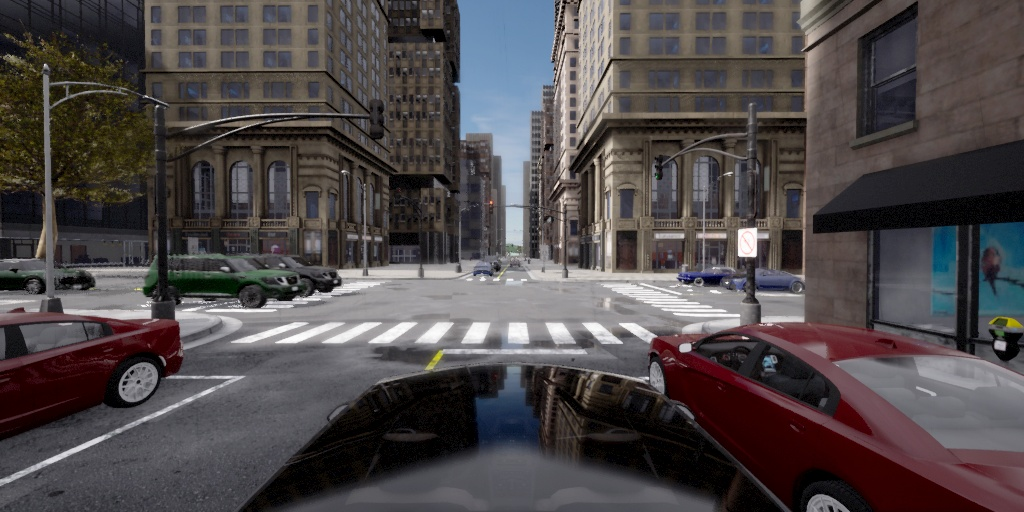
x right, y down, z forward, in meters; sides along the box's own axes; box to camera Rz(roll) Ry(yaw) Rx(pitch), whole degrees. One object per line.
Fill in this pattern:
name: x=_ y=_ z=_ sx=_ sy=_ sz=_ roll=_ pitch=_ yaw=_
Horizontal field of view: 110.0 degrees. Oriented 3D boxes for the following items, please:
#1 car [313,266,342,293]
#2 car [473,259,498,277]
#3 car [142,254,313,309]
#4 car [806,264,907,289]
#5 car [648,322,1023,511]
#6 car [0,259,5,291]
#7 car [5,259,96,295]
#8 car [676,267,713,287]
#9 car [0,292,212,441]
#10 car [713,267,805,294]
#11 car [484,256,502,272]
car: x=-11.540 y=0.909 z=17.850 sx=5.566 sy=2.045 sz=2.150 roll=0 pitch=1 yaw=1
car: x=-2.809 y=1.289 z=36.220 sx=2.033 sy=1.411 sz=5.357 roll=0 pitch=0 yaw=0
car: x=-11.591 y=0.956 z=14.600 sx=5.566 sy=2.045 sz=2.150 roll=0 pitch=1 yaw=1
car: x=23.169 y=1.359 z=24.249 sx=5.008 sy=1.535 sz=1.882 roll=0 pitch=1 yaw=0
car: x=2.770 y=1.294 z=3.371 sx=1.888 sy=1.381 sz=4.507 roll=0 pitch=0 yaw=0
car: x=-24.655 y=0.979 z=14.718 sx=4.553 sy=1.767 sz=2.097 roll=1 pitch=1 yaw=0
car: x=-23.980 y=0.938 z=17.961 sx=4.553 sy=1.767 sz=2.097 roll=0 pitch=1 yaw=1
car: x=13.810 y=1.402 z=24.334 sx=4.718 sy=1.301 sz=1.895 roll=0 pitch=1 yaw=1
car: x=-5.755 y=1.294 z=3.438 sx=1.888 sy=1.381 sz=4.507 roll=0 pitch=0 yaw=0
car: x=14.634 y=1.419 z=21.076 sx=4.181 sy=1.385 sz=1.994 roll=0 pitch=1 yaw=0
car: x=-2.714 y=0.961 z=46.406 sx=2.150 sy=2.045 sz=5.566 roll=0 pitch=0 yaw=1
